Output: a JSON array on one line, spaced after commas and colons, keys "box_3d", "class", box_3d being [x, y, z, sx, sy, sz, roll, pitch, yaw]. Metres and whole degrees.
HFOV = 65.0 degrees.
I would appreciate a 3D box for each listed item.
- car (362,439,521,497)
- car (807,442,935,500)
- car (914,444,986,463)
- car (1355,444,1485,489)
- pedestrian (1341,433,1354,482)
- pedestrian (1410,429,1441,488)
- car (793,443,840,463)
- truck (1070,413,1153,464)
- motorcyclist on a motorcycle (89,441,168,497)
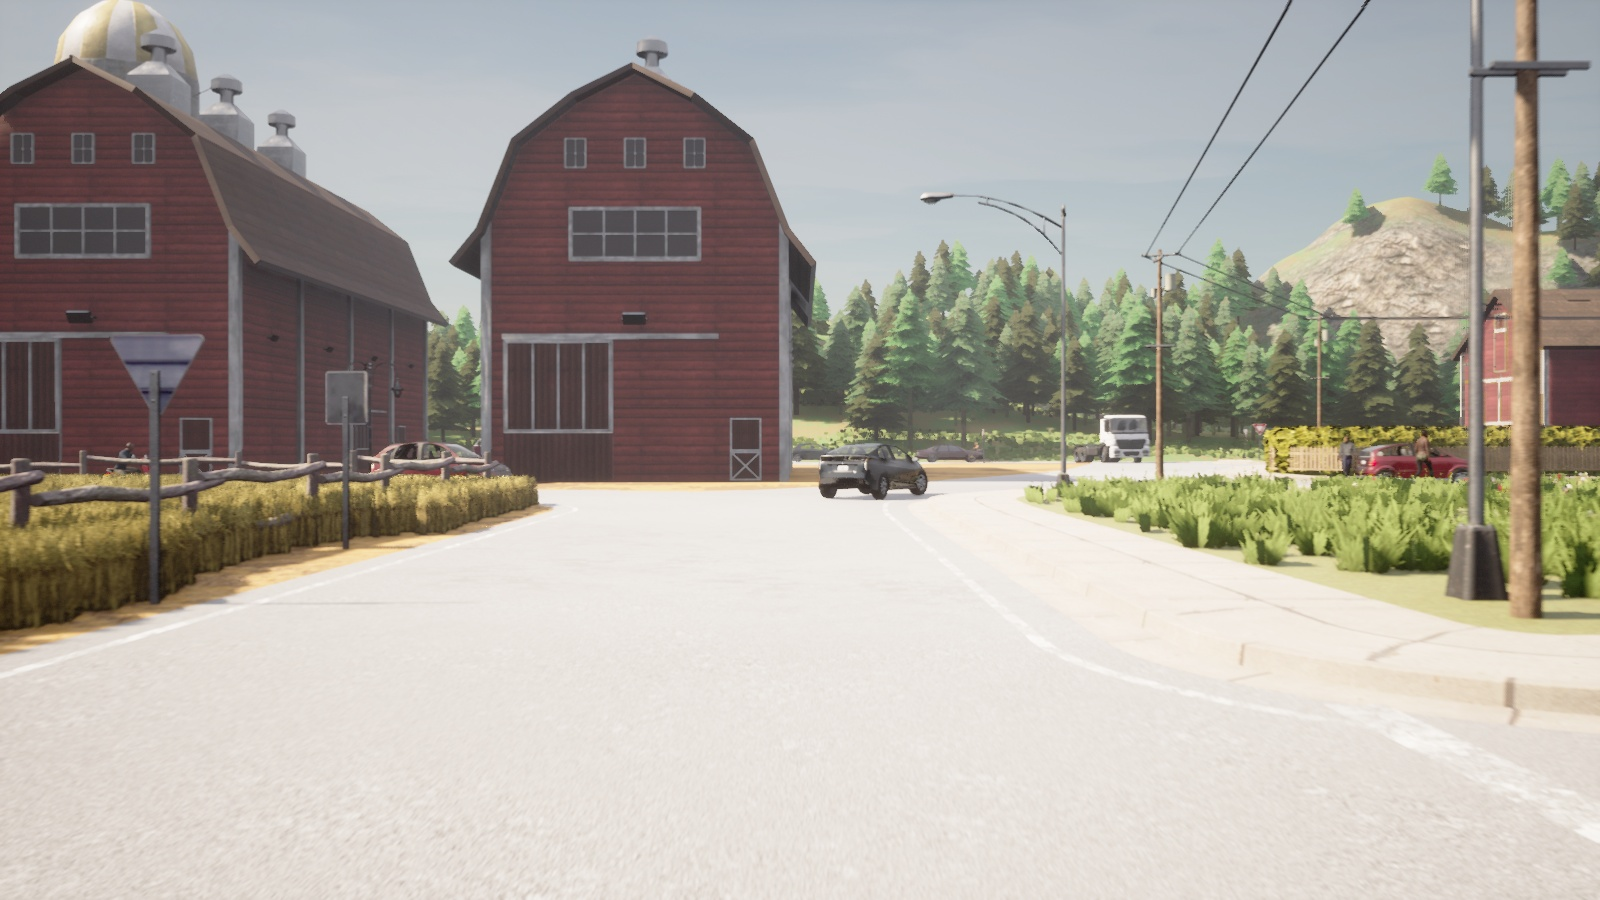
[{"box_3d": [-10.295, 0.496, 36.216, 3.988, 1.617, 1.851, 0, 0, 9], "class": "car"}, {"box_3d": [2.088, 0.533, 35.521, 2.007, 1.525, 4.514, 0, 0, 26], "class": "car"}, {"box_3d": [11.540, 0.286, 96.977, 5.357, 1.411, 2.033, 0, 0, 1], "class": "car"}, {"box_3d": [21.770, 0.571, 44.211, 3.705, 1.549, 1.789, 0, 0, 5], "class": "car"}, {"box_3d": [21.868, 0.310, 50.165, 0.423, 1.949, 0.788, 0, 0, 27], "class": "pedestrian"}, {"box_3d": [19.212, 0.268, 38.553, 0.869, 1.805, 0.328, 0, 0, -18], "class": "pedestrian"}, {"box_3d": [1.275, 0.244, 97.081, 3.633, 1.501, 1.845, 0, 0, 1], "class": "car"}, {"box_3d": [22.163, -0.770, 89.923, 2.891, 3.462, 7.936, -1, 0, -9], "class": "truck"}, {"box_3d": [-19.433, 0.543, 36.387, 1.817, 1.590, 0.866, 0, 0, -3], "class": "motorcyclist on a motorcycle"}]
